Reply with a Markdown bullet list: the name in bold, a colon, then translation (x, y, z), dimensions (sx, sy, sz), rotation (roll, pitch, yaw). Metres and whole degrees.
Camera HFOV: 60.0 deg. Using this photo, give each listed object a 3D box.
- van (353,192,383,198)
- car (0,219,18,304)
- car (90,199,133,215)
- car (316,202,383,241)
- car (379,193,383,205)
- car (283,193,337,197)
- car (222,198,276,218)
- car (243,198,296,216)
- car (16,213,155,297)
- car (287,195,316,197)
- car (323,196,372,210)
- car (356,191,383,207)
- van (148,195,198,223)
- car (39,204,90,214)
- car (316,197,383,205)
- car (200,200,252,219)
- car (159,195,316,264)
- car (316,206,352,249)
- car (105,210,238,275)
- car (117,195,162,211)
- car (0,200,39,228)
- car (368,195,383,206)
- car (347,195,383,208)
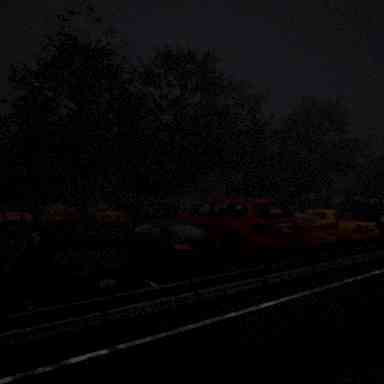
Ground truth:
- **van**: translation (12.679, 1.180, 20.437), dimensions (1.878, 1.987, 4.442), rotation (-1, 0, -35)
- **car**: translation (-5.483, 1.543, 7.548), dimensions (2.097, 1.535, 5.008), rotation (0, 0, -35)
- **car**: translation (-6.297, 1.497, 23.187), dimensions (1.946, 1.575, 5.366), rotation (0, 0, -35)
- **car**: translation (5.805, 1.461, 15.699), dimensions (1.946, 1.575, 5.366), rotation (0, 0, -35)
- **car**: translation (30.269, 1.031, 48.651), dimensions (2.185, 1.767, 4.553), rotation (-1, 0, -35)
- **car**: translation (12.064, 1.091, 35.807), dimensions (2.435, 2.045, 5.566), rotation (-1, 0, -35)
- **car**: translation (5.206, 1.403, 31.037), dimensions (2.097, 1.535, 5.008), rotation (-1, 0, -35)
- **car**: translation (7.486, 1.384, 32.637), dimensions (2.231, 1.521, 4.892), rotation (-1, 0, -35)
- **car**: translation (-3.187, 1.566, 9.129), dimensions (2.163, 1.488, 4.792), rotation (0, 0, -35)
- **car**: translation (9.751, 1.392, 34.253), dimensions (2.163, 1.488, 4.792), rotation (-1, 0, -35)
- **car**: translation (18.891, 1.276, 40.624), dimensions (2.097, 1.535, 5.008), rotation (-1, 0, -35)
- **car**: translation (25.743, 0.955, 45.403), dimensions (2.435, 2.045, 5.566), rotation (-1, 0, -35)
- **van**: translation (-1.565, 1.236, 26.138), dimensions (1.878, 1.987, 4.442), rotation (0, 0, -35)
- **car**: translation (-8.568, 1.520, 21.361), dimensions (2.097, 1.535, 5.008), rotation (0, 0, -35)
- **car**: translation (8.105, 1.320, 17.048), dimensions (2.185, 1.767, 4.553), rotation (0, 0, -35)
- **car**: translation (2.928, 1.463, 29.435), dimensions (2.002, 1.452, 4.674), rotation (0, 0, -35)
- **car**: translation (1.337, 1.251, 12.373), dimensions (2.435, 2.045, 5.566), rotation (0, 0, -35)
- **car**: translation (3.636, 1.483, 13.945), dimensions (2.097, 1.535, 5.008), rotation (0, 0, -35)
- **car**: translation (-0.922, 1.562, 10.751), dimensions (2.002, 1.452, 4.674), rotation (0, 0, -35)
- **car**: translation (-3.895, 1.230, 24.611), dimensions (2.435, 2.045, 5.566), rotation (0, 0, -35)
- **car**: translation (-10.870, 1.409, 19.791), dimensions (2.185, 1.767, 4.553), rotation (0, 0, -35)
- **car**: translation (28.004, 1.183, 47.031), dimensions (2.231, 1.521, 4.892), rotation (-1, 0, -35)
- **car**: translation (23.445, 1.229, 43.831), dimensions (2.097, 1.535, 5.008), rotation (-1, 0, -35)
